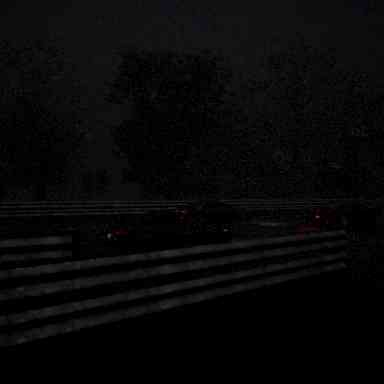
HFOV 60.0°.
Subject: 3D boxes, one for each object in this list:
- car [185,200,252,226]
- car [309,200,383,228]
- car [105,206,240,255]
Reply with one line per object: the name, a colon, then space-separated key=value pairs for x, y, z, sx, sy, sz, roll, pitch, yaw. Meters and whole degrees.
car: x=1.378 y=1.285 z=20.167 sx=4.892 sy=1.490 sz=1.837 roll=0 pitch=0 yaw=-26
car: x=9.442 y=1.274 z=20.240 sx=5.008 sy=1.535 sz=1.882 roll=0 pitch=0 yaw=-26
car: x=-0.781 y=1.331 z=11.248 sx=4.181 sy=1.385 sz=1.994 roll=0 pitch=0 yaw=-27
